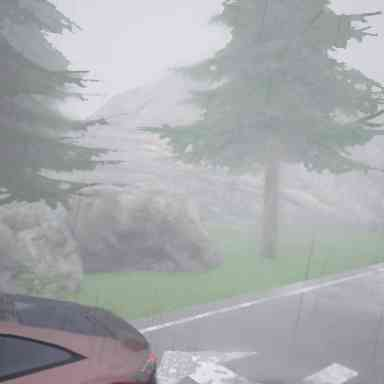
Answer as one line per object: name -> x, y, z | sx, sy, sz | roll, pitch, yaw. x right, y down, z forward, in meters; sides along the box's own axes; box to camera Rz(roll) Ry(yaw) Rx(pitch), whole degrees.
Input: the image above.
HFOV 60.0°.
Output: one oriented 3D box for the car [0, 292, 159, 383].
car -> -2.287, 1.556, 2.372 | 4.181, 1.385, 1.994 | 1, 0, -35
